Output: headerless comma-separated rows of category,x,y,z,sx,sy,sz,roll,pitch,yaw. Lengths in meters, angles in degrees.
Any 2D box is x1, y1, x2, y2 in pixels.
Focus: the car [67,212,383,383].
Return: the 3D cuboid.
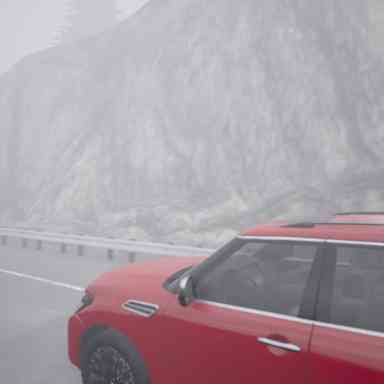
car,1.260,1.215,3.003,5.566,2.045,2.150,0,0,35
